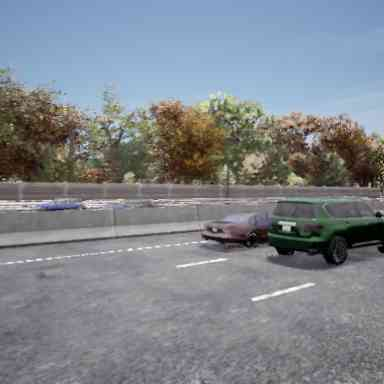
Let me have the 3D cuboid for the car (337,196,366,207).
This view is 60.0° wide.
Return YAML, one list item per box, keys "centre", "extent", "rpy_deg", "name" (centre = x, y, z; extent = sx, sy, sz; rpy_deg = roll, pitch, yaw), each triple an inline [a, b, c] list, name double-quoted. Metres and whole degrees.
- centre: [24.875, 1.473, 51.742]
  extent: [5.008, 1.535, 1.882]
  rpy_deg: [0, 0, -35]
  name: "car"

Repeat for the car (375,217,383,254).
- centre: [7.250, 1.477, 9.042]
  extent: [5.008, 1.535, 1.882]
  rpy_deg: [0, 0, -35]
  name: "car"

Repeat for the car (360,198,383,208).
- centre: [26.941, 1.597, 48.915]
  extent: [4.718, 1.301, 1.895]
  rpy_deg: [0, 0, -35]
  name: "car"

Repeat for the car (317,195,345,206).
- centre: [22.859, 1.348, 54.599]
  extent: [4.553, 1.767, 2.097]
  rpy_deg: [0, 0, -35]
  name: "car"

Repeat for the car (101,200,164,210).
- centre: [-3.776, 1.502, 22.756]
  extent: [4.892, 1.490, 1.837]
  rpy_deg: [1, 0, -35]
  name: "car"

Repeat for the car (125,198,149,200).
- centre: [-5.009, 1.345, 26.165]
  extent: [4.553, 1.767, 2.097]
  rpy_deg: [0, 0, -35]
  name: "car"

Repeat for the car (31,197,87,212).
- centre: [-11.906, 1.343, 29.855]
  extent: [4.553, 1.767, 2.097]
  rpy_deg: [0, 0, -35]
  name: "car"

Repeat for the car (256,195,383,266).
- centre: [5.100, 1.220, 11.807]
  extent: [5.566, 2.045, 2.150]
  rpy_deg: [0, 0, -36]
  name: "car"

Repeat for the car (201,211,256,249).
- centre: [2.937, 1.545, 14.560]
  extent: [5.357, 1.411, 2.033]
  rpy_deg: [0, 0, -36]
  name: "car"
